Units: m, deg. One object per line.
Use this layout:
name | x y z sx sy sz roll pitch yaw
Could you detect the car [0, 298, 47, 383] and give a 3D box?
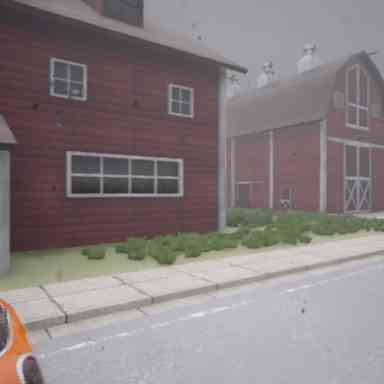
car | -3.203 1.348 1.709 4.553 1.767 2.097 0 0 -35
